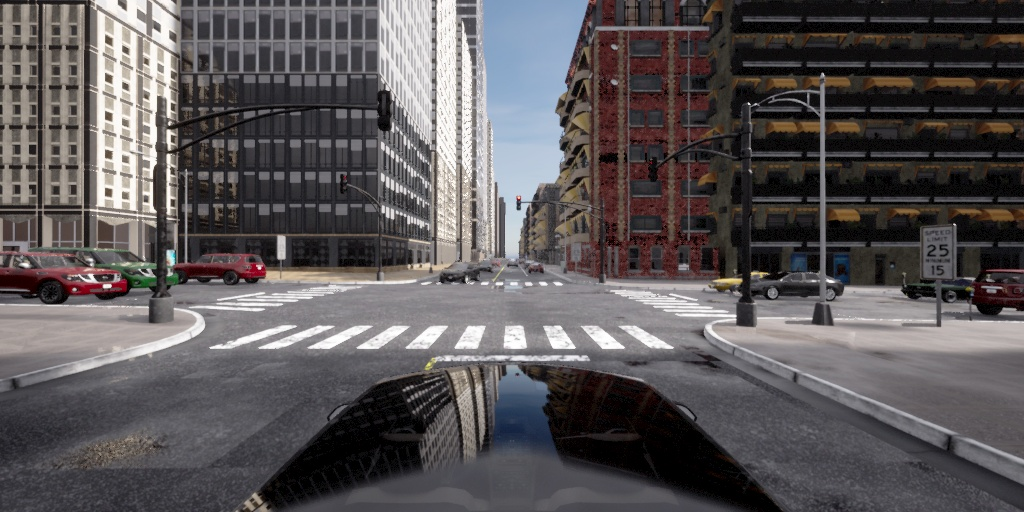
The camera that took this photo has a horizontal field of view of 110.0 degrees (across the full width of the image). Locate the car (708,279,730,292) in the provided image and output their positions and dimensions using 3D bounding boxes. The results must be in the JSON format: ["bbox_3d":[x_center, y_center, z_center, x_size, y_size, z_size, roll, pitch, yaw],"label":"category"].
[{"bbox_3d":[14.644,1.584,21.934,4.829,1.417,1.751,0,0,0],"label":"car"}]

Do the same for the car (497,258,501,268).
[{"bbox_3d":[-3.022,1.115,61.174,2.097,1.767,4.553,0,0,0],"label":"car"}]

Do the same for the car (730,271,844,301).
[{"bbox_3d":[14.926,1.560,19.316,4.892,1.490,1.837,1,0,2],"label":"car"}]

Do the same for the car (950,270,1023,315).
[{"bbox_3d":[20.607,1.459,13.634,5.009,1.841,2.192,0,0,0],"label":"car"}]

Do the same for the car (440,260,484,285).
[{"bbox_3d":[-3.728,1.215,26.392,1.882,1.535,5.008,0,-1,9],"label":"car"}]

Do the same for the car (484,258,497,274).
[{"bbox_3d":[-3.074,1.260,40.526,1.837,1.490,4.892,0,0,0],"label":"car"}]

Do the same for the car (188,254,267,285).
[{"bbox_3d":[-17.696,0.774,21.673,5.009,1.841,2.192,0,0,0],"label":"car"}]

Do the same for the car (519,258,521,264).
[{"bbox_3d":[2.731,1.314,60.205,2.007,1.370,4.403,0,0,0],"label":"car"}]

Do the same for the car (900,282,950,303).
[{"bbox_3d":[24.217,1.825,19.421,4.718,1.301,1.895,1,0,-1],"label":"car"}]

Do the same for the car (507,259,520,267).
[{"bbox_3d":[0.138,1.330,65.040,1.994,1.385,4.181,0,0,1],"label":"car"}]

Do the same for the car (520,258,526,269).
[{"bbox_3d":[2.726,1.311,54.557,2.007,1.370,4.403,0,0,0],"label":"car"}]

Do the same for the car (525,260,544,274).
[{"bbox_3d":[2.768,1.336,41.639,1.802,1.307,4.207,0,0,0],"label":"car"}]

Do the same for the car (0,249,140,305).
[{"bbox_3d":[-17.567,0.756,13.294,5.009,1.841,2.192,0,0,0],"label":"car"}]

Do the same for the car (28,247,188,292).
[{"bbox_3d":[-18.240,0.656,15.882,5.566,2.045,2.150,1,0,0],"label":"car"}]
